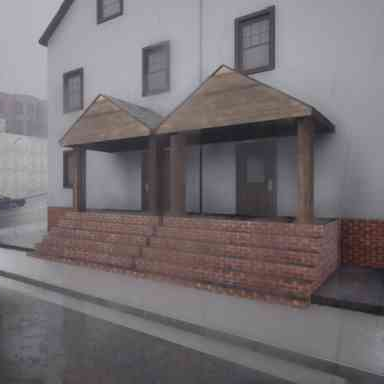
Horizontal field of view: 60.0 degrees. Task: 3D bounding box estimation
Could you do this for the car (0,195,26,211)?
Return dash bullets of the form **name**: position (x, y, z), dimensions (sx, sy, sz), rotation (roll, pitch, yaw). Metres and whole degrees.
- **car**: position (-15.468, 1.012, 25.408), dimensions (1.895, 1.301, 4.718), rotation (0, 6, 35)
